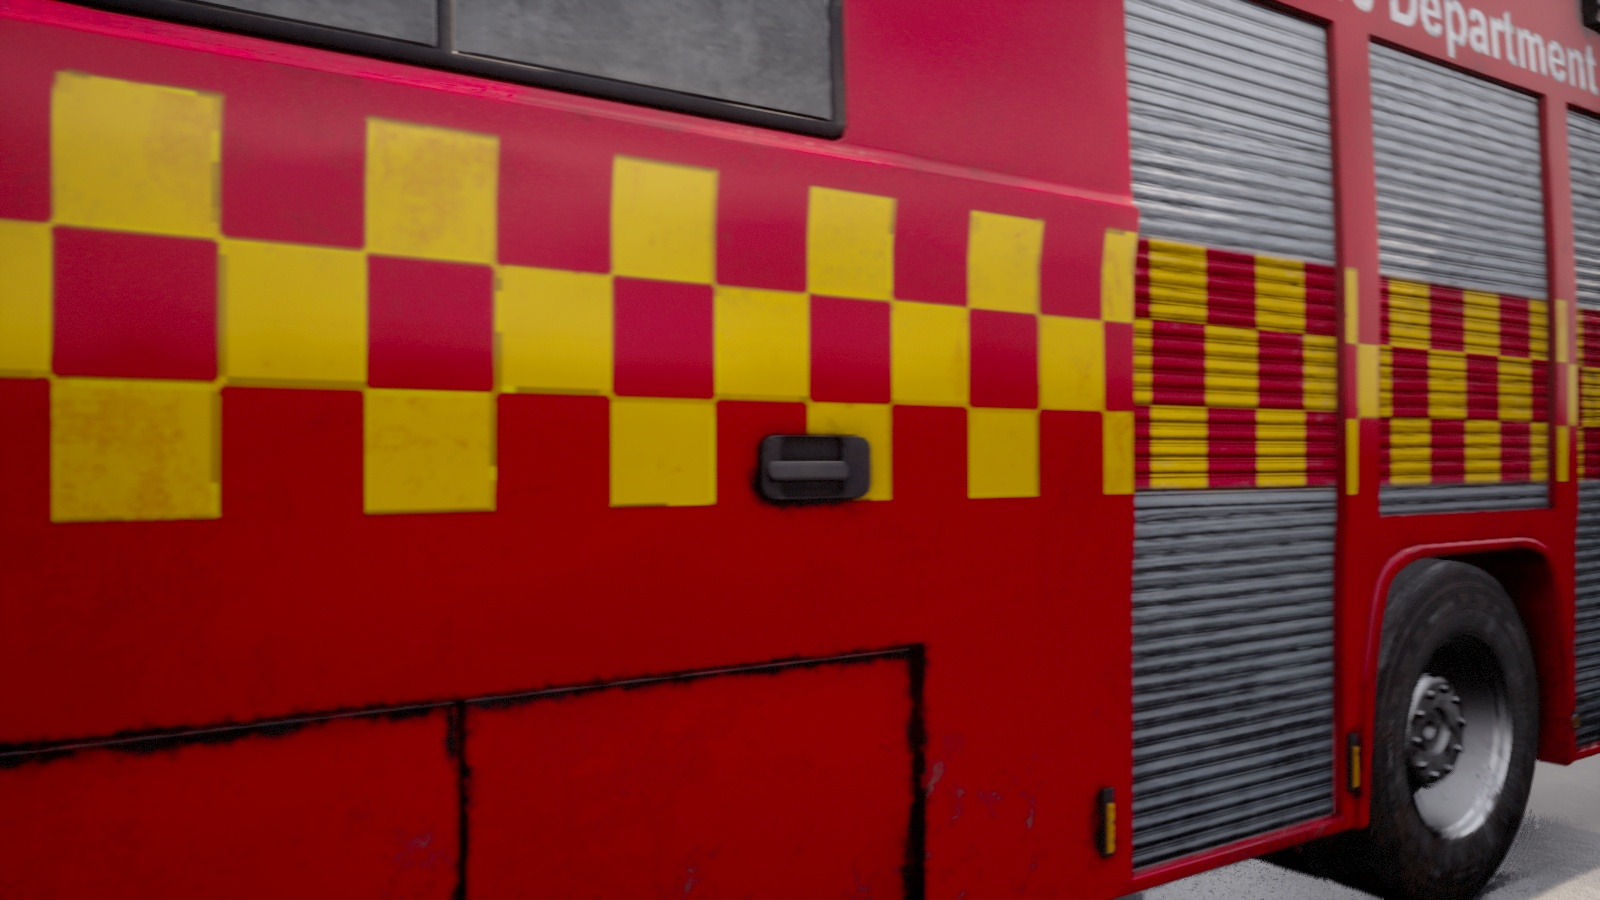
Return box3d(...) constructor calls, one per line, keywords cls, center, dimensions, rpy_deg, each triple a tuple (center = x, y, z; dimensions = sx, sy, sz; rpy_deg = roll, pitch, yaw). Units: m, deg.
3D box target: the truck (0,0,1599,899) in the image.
box3d(cls="truck", center=(-0.869, -0.409, 3.637), dimensions=(8.468, 3.827, 2.891), rpy_deg=(0, 0, -35))
